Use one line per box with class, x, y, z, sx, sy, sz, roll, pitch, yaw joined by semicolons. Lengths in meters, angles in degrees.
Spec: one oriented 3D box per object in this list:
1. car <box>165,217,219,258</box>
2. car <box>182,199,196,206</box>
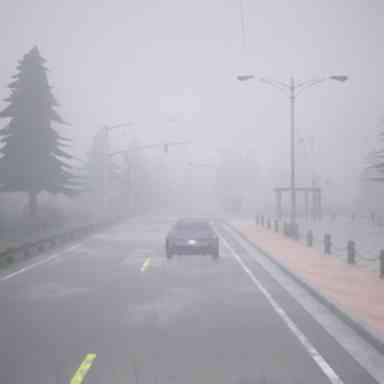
car;0.018;1.712;13.449;1.994;1.385;4.181;0;-1;0
car;-0.641;2.303;73.742;1.837;1.490;4.892;0;-1;24
